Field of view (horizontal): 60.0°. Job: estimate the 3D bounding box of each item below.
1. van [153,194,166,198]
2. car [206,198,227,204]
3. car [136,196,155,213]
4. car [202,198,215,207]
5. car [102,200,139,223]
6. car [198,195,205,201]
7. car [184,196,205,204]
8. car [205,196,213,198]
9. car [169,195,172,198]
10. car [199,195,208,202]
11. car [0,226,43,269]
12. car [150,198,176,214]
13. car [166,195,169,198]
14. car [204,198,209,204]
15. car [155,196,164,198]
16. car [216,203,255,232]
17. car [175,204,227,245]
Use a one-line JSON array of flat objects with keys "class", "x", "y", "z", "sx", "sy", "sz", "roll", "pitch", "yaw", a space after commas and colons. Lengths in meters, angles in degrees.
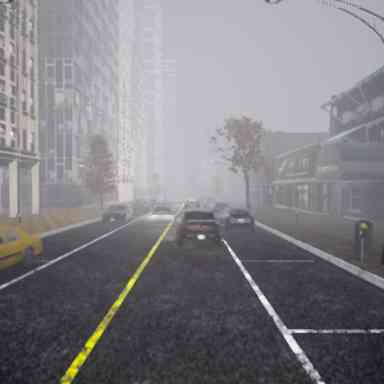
[{"class": "van", "x": -5.702, "y": 1.394, "z": 54.095, "sx": 1.690, "sy": 1.788, "sz": 3.998, "roll": -1, "pitch": 0, "yaw": 0}, {"class": "car", "x": 2.663, "y": 1.575, "z": 31.468, "sx": 1.887, "sy": 1.381, "sz": 4.507, "roll": -1, "pitch": 0, "yaw": 0}, {"class": "car", "x": -5.688, "y": 1.476, "z": 37.163, "sx": 1.967, "sy": 1.590, "sz": 4.097, "roll": -1, "pitch": 0, "yaw": 0}, {"class": "car", "x": 2.652, "y": 1.619, "z": 54.044, "sx": 1.947, "sy": 1.339, "sz": 4.313, "roll": -1, "pitch": 0, "yaw": 0}, {"class": "car", "x": -5.681, "y": 1.591, "z": 25.874, "sx": 1.947, "sy": 1.339, "sz": 4.313, "roll": -1, "pitch": 0, "yaw": 0}, {"class": "car", "x": 2.632, "y": 1.644, "z": 93.552, "sx": 1.887, "sy": 1.381, "sz": 4.507, "roll": -1, "pitch": 0, "yaw": 0}, {"class": "car", "x": 0.082, "y": 1.528, "z": 38.362, "sx": 2.128, "sy": 1.511, "sz": 4.902, "roll": 0, "pitch": 0, "yaw": 0}, {"class": "car", "x": 2.657, "y": 1.567, "z": 42.926, "sx": 1.752, "sy": 1.417, "sz": 4.829, "roll": -1, "pitch": 0, "yaw": 0}, {"class": "car", "x": -5.746, "y": 1.381, "z": 65.384, "sx": 2.192, "sy": 1.841, "sz": 5.009, "roll": -1, "pitch": 0, "yaw": 0}, {"class": "car", "x": 2.639, "y": 1.520, "z": 76.620, "sx": 1.967, "sy": 1.590, "sz": 4.097, "roll": -1, "pitch": 0, "yaw": 0}, {"class": "car", "x": -5.673, "y": 1.534, "z": 8.772, "sx": 1.752, "sy": 1.417, "sz": 4.829, "roll": -1, "pitch": 0, "yaw": 0}, {"class": "car", "x": -3.110, "y": 1.635, "z": 36.398, "sx": 1.895, "sy": 1.301, "sz": 4.718, "roll": 0, "pitch": 0, "yaw": 0}, {"class": "car", "x": -5.715, "y": 1.610, "z": 59.739, "sx": 2.008, "sy": 1.369, "sz": 4.403, "roll": -1, "pitch": 0, "yaw": 0}, {"class": "car", "x": 2.661, "y": 1.618, "z": 37.112, "sx": 1.802, "sy": 1.307, "sz": 4.206, "roll": -1, "pitch": 0, "yaw": 0}, {"class": "car", "x": -5.692, "y": 1.613, "z": 48.451, "sx": 1.947, "sy": 1.339, "sz": 4.313, "roll": -1, "pitch": 0, "yaw": 0}, {"class": "car", "x": 2.669, "y": 1.585, "z": 20.180, "sx": 1.947, "sy": 1.339, "sz": 4.313, "roll": -1, "pitch": 0, "yaw": 0}, {"class": "car", "x": 0.245, "y": 1.520, "z": 15.527, "sx": 1.837, "sy": 1.490, "sz": 4.892, "roll": 0, "pitch": 0, "yaw": -3}]
